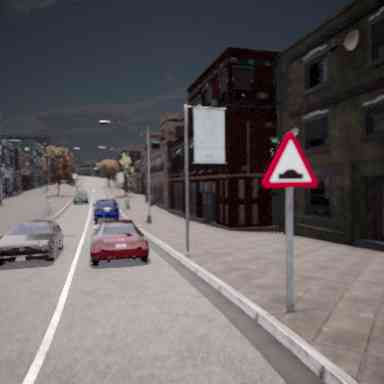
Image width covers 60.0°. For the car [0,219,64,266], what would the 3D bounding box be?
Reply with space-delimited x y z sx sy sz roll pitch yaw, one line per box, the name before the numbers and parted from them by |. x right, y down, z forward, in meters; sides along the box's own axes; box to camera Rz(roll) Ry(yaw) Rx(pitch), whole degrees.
car | -6.214 1.827 13.234 2.033 1.411 5.357 -1 -1 -16

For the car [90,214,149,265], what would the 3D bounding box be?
car | -2.834 1.755 12.779 1.994 1.385 4.181 -1 -1 -15

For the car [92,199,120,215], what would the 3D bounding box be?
car | -7.829 1.629 30.381 2.150 2.045 5.566 -1 1 -16

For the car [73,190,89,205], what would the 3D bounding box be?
car | -17.719 0.866 53.304 2.150 2.045 5.566 -1 3 -15
